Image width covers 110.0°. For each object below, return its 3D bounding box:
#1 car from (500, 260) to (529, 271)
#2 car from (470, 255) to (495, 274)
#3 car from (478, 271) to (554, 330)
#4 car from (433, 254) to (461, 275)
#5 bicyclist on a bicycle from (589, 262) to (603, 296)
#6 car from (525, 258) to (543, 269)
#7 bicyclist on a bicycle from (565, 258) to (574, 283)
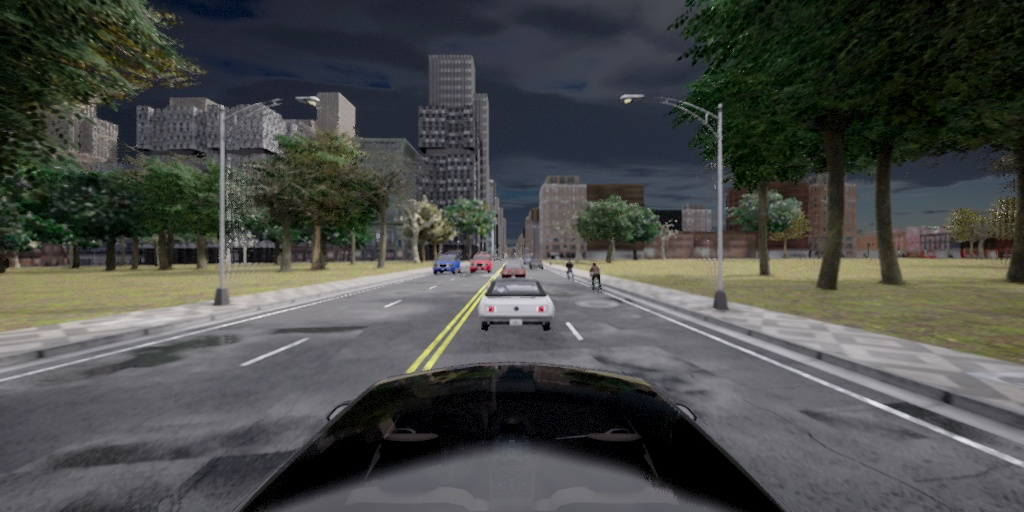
[{"bbox_3d":[0.113,1.260,29.039,1.895,1.301,4.718,0,0,0],"label":"car"},{"bbox_3d":[-3.320,0.853,39.360,2.150,2.045,5.566,0,0,0],"label":"car"},{"bbox_3d":[0.104,1.315,10.937,1.895,1.301,4.718,0,0,0],"label":"car"},{"bbox_3d":[-6.575,0.858,36.859,2.150,2.045,5.566,0,0,0],"label":"car"},{"bbox_3d":[4.151,1.143,17.955,0.582,1.620,1.656,0,0,0],"label":"bicyclist on a bicycle"},{"bbox_3d":[3.376,1.095,51.449,2.128,1.511,4.902,0,0,0],"label":"car"},{"bbox_3d":[4.156,1.038,26.059,0.659,1.776,1.843,0,0,0],"label":"bicyclist on a bicycle"}]
